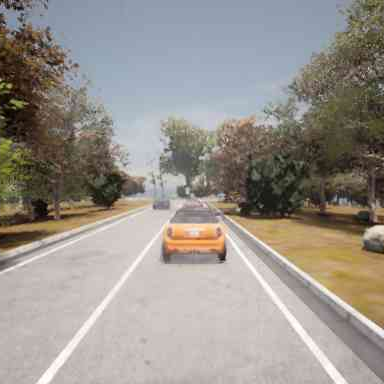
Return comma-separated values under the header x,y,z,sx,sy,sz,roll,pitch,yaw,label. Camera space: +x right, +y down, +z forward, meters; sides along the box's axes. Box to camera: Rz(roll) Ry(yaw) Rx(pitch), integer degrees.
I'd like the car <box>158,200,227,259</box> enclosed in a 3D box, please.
x,y,z,sx,sy,sz,roll,pitch,yaw,label
0.083,1.318,12.605,2.097,1.767,4.553,0,0,0,car

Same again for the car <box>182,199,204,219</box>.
x,y,z,sx,sy,sz,roll,pitch,yaw,label
0.088,1.413,29.115,1.812,1.442,4.674,0,0,0,car

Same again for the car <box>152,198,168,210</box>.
x,y,z,sx,sy,sz,roll,pitch,yaw,label
-3.593,1.400,39.933,1.994,1.385,4.181,0,0,0,car
